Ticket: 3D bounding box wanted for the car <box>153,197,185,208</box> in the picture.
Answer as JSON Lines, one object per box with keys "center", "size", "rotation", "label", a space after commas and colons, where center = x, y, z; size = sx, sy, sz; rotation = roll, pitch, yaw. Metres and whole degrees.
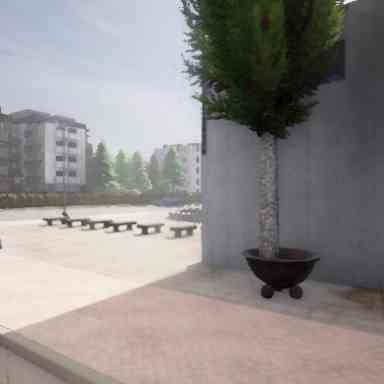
{"center": [-3.439, 1.543, 49.642], "size": [5.008, 1.535, 1.882], "rotation": [0, 0, -32], "label": "car"}
